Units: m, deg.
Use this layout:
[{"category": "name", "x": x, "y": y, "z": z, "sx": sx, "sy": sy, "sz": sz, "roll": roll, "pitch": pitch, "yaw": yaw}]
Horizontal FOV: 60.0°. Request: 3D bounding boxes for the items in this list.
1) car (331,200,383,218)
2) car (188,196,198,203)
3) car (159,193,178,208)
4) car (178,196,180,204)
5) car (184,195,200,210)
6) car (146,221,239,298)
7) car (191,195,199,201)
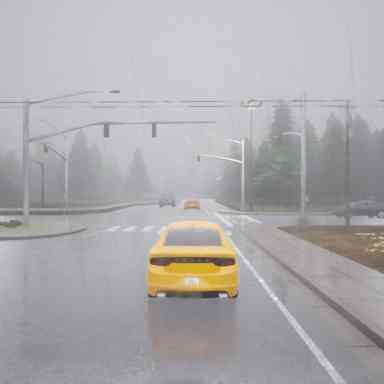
[{"category": "car", "x": 14.910, "y": 1.531, "z": 29.530, "sx": 4.892, "sy": 1.490, "sz": 1.837, "roll": 0, "pitch": 0, "yaw": 1}, {"category": "car", "x": 0.297, "y": 1.537, "z": 72.776, "sx": 2.033, "sy": 1.411, "sz": 5.357, "roll": 0, "pitch": 0, "yaw": 2}, {"category": "car", "x": -3.573, "y": 1.222, "z": 48.637, "sx": 2.150, "sy": 2.045, "sz": 5.566, "roll": 0, "pitch": 0, "yaw": 0}, {"category": "car", "x": -3.417, "y": 1.352, "z": 64.914, "sx": 2.097, "sy": 1.767, "sz": 4.553, "roll": 0, "pitch": 0, "yaw": 1}, {"category": "car", "x": 0.017, "y": 1.478, "z": 42.215, "sx": 1.882, "sy": 1.535, "sz": 5.008, "roll": 0, "pitch": 0, "yaw": 0}, {"category": "car", "x": 0.049, "y": 1.474, "z": 8.552, "sx": 1.882, "sy": 1.535, "sz": 5.008, "roll": 0, "pitch": 0, "yaw": 1}, {"category": "car", "x": 0.696, "y": 1.442, "z": 83.168, "sx": 1.837, "sy": 1.490, "sz": 4.892, "roll": 0, "pitch": 0, "yaw": 2}]
